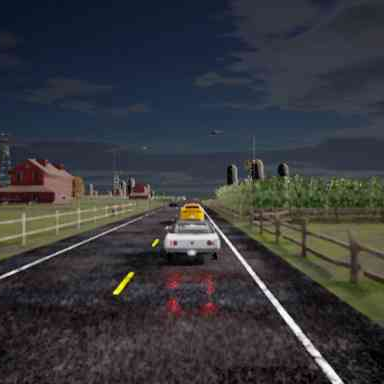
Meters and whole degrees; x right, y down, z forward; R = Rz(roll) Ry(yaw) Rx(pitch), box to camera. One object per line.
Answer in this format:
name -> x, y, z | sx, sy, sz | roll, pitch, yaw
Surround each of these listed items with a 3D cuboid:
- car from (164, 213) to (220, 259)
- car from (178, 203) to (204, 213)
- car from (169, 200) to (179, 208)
car -> 0.021, 1.749, 13.250 | 1.895, 1.301, 4.718 | 0, -1, 0
car -> 0.032, 1.809, 29.253 | 1.882, 1.535, 5.008 | 0, 0, 1
car -> -3.504, 2.324, 65.376 | 2.033, 1.411, 5.357 | 0, -1, 0
